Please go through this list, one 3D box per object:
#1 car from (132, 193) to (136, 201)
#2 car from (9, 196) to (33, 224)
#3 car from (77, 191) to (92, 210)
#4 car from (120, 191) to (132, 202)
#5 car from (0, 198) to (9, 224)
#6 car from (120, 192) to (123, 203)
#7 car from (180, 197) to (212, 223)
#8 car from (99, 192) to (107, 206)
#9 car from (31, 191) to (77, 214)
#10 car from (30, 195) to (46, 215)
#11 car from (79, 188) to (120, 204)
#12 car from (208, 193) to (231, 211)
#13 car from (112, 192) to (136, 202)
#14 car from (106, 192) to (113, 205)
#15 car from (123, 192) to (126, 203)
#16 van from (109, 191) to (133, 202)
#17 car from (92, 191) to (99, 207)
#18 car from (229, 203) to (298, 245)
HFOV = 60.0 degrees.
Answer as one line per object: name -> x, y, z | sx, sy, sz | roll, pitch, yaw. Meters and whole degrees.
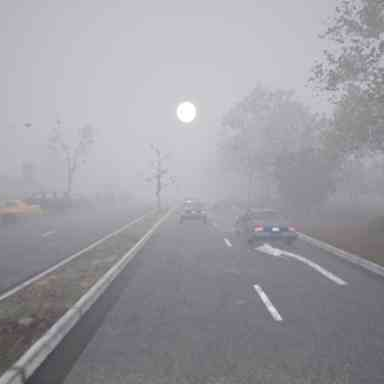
car -> -13.732, 0.886, 60.699 | 5.566, 2.045, 2.435 | -1, 0, -20
car -> -13.642, 1.289, 21.723 | 5.366, 1.575, 1.946 | -1, 0, -20
car -> -13.780, 1.072, 36.666 | 4.553, 1.767, 2.185 | -1, 1, -20
car -> -13.804, 0.892, 57.663 | 5.566, 2.045, 2.435 | -1, 0, -20
car -> -13.797, 1.071, 18.669 | 5.566, 2.045, 2.435 | -1, 0, -20
car -> -13.971, 1.155, 51.600 | 5.366, 1.575, 1.946 | -1, 0, -20
car -> 0.096, 1.334, 23.608 | 2.033, 1.411, 5.357 | 0, 0, 0
car -> -13.814, 1.179, 42.662 | 4.892, 1.521, 2.231 | -1, 0, -20
car -> -13.839, 0.979, 30.638 | 5.566, 2.045, 2.435 | -1, 1, -20
car -> -13.988, 1.272, 24.589 | 5.366, 1.575, 1.946 | -1, 1, -20
car -> -13.831, 0.911, 48.649 | 5.566, 2.045, 2.435 | -1, 0, -20
car -> 3.094, 1.205, 35.198 | 2.128, 1.511, 4.902 | 0, 0, 0
car -> -13.643, 0.999, 66.713 | 4.553, 1.767, 2.185 | -1, 0, -19
car -> -13.830, 1.198, 45.646 | 4.792, 1.488, 2.163 | -1, 0, -20
car -> -13.783, 1.189, 54.667 | 4.674, 1.452, 2.002 | -1, 0, -20
van -> -13.618, 0.904, 63.735 | 4.442, 1.987, 1.878 | -1, 0, -19
car -> -13.841, 1.062, 39.651 | 4.553, 1.767, 2.185 | -1, 0, -20
car -> 3.098, 1.414, 14.841 | 2.033, 1.411, 5.357 | 0, 1, 0
